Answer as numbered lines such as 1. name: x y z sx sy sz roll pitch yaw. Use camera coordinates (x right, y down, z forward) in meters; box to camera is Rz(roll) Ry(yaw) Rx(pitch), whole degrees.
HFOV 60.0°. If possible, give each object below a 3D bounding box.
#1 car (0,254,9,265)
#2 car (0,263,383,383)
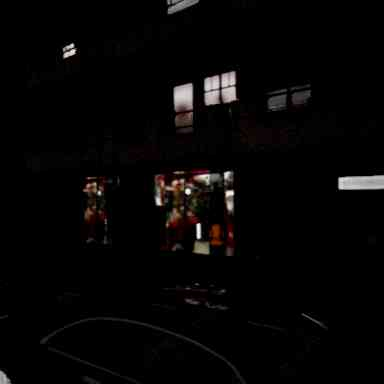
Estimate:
1. car: -4.876 1.631 6.348 4.403 1.369 2.008 -1 -1 35
2. car: -0.247 1.571 3.053 4.403 1.369 2.008 -1 -1 35
